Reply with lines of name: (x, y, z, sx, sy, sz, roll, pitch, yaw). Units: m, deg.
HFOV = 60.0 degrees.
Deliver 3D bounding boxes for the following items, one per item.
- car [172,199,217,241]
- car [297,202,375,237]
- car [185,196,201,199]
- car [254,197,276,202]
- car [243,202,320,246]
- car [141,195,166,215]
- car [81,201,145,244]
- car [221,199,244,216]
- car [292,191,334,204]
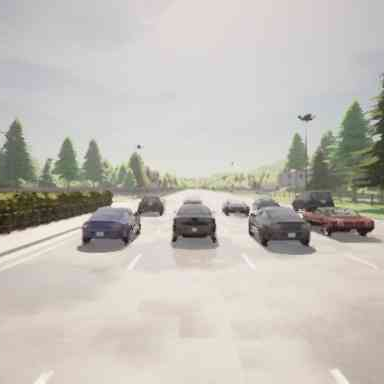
car: (0.099, 1.298, 15.500, 1.882, 1.535, 5.008, 0, 1, 0)
car: (7.099, 1.411, 16.837, 1.895, 1.301, 4.718, 0, 1, 0)
car: (0.088, 1.129, 31.593, 2.128, 1.511, 4.902, 0, 1, 0)
car: (7.090, 1.196, 32.362, 1.994, 1.385, 4.181, 0, 1, 0)
car: (3.600, 1.363, 14.286, 1.812, 1.442, 4.674, 0, 1, 0)
car: (-3.443, 1.010, 29.441, 2.097, 1.767, 4.553, 0, 1, -1)
car: (-3.403, 1.355, 14.591, 1.812, 1.442, 4.674, 0, 1, 0)
car: (3.581, 1.279, 28.181, 1.895, 1.301, 4.718, 0, 1, 0)
car: (10.587, 0.890, 29.473, 2.150, 2.045, 5.566, 0, 1, 0)
